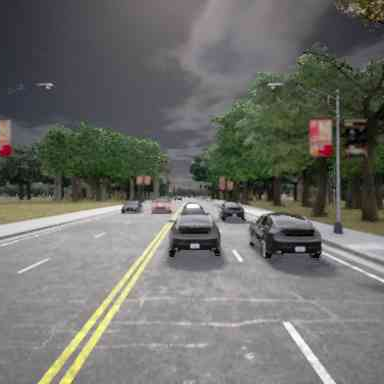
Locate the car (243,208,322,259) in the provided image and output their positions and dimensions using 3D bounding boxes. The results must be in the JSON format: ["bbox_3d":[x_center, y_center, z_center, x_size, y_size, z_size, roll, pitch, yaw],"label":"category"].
[{"bbox_3d":[3.346,1.534,12.696,1.837,1.490,4.892,0,0,0],"label":"car"}]

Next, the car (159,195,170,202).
[{"bbox_3d":[-6.481,1.574,78.619,2.128,1.511,4.902,0,0,0],"label":"car"}]

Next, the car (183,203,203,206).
[{"bbox_3d":[0.102,1.639,29.243,1.994,1.385,4.181,0,0,0],"label":"car"}]

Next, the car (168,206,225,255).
[{"bbox_3d":[0.097,1.537,13.343,1.837,1.490,4.892,0,0,0],"label":"car"}]

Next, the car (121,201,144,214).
[{"bbox_3d":[-6.583,1.660,37.104,1.994,1.385,4.181,0,0,0],"label":"car"}]

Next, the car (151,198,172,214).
[{"bbox_3d":[-3.332,1.449,37.186,2.097,1.767,4.553,0,0,0],"label":"car"}]

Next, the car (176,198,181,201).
[{"bbox_3d":[-3.231,1.643,78.588,1.895,1.301,4.718,0,0,0],"label":"car"}]

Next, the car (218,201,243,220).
[{"bbox_3d":[3.351,1.578,28.551,1.837,1.490,4.892,0,0,0],"label":"car"}]
